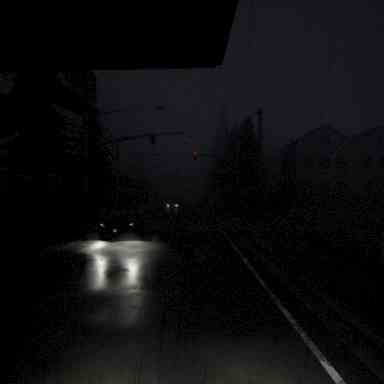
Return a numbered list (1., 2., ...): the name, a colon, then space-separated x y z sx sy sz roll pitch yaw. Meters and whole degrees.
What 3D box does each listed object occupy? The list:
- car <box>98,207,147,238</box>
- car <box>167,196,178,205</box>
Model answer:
1. car: -3.554 1.533 17.723 1.812 1.442 4.674 0 0 0
2. car: -3.540 1.532 61.684 1.837 1.490 4.892 0 0 1
